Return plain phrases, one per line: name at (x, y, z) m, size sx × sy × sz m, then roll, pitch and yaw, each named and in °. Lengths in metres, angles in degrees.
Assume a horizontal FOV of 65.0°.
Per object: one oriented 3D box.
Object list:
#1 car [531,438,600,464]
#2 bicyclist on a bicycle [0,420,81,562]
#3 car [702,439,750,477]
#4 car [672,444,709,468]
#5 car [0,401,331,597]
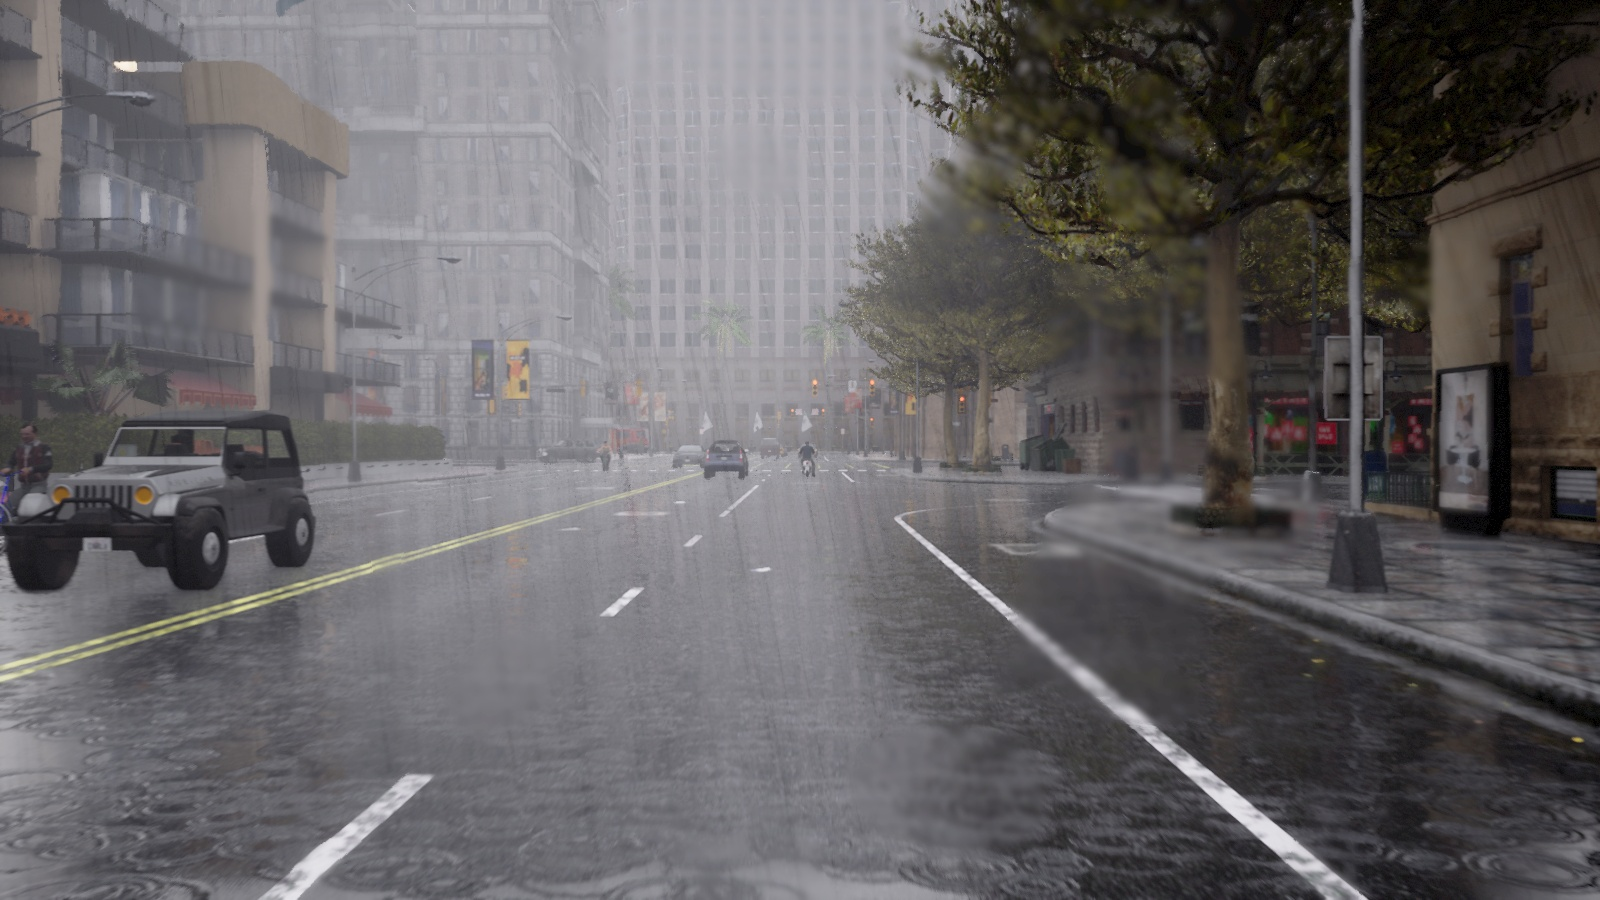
car at (-17.184, 0.029, 92.247) m, size 4.605 × 1.855 × 1.932 m, roll 0°, pitch 1°, yaw -29°
bicyclist on a bicycle at (-10.393, 0.515, 16.649) m, size 0.659 × 1.776 × 1.843 m, roll 0°, pitch 0°, yaw 0°
car at (-3.183, 0.334, 54.613) m, size 1.851 × 1.617 × 3.988 m, roll 0°, pitch 0°, yaw 0°
car at (-6.568, 0.341, 75.551) m, size 1.812 × 1.442 × 4.674 m, roll 0°, pitch 0°, yaw 0°
car at (-6.908, 0.458, 13.989) m, size 1.905 × 1.878 × 3.866 m, roll 0°, pitch 0°, yaw 0°
